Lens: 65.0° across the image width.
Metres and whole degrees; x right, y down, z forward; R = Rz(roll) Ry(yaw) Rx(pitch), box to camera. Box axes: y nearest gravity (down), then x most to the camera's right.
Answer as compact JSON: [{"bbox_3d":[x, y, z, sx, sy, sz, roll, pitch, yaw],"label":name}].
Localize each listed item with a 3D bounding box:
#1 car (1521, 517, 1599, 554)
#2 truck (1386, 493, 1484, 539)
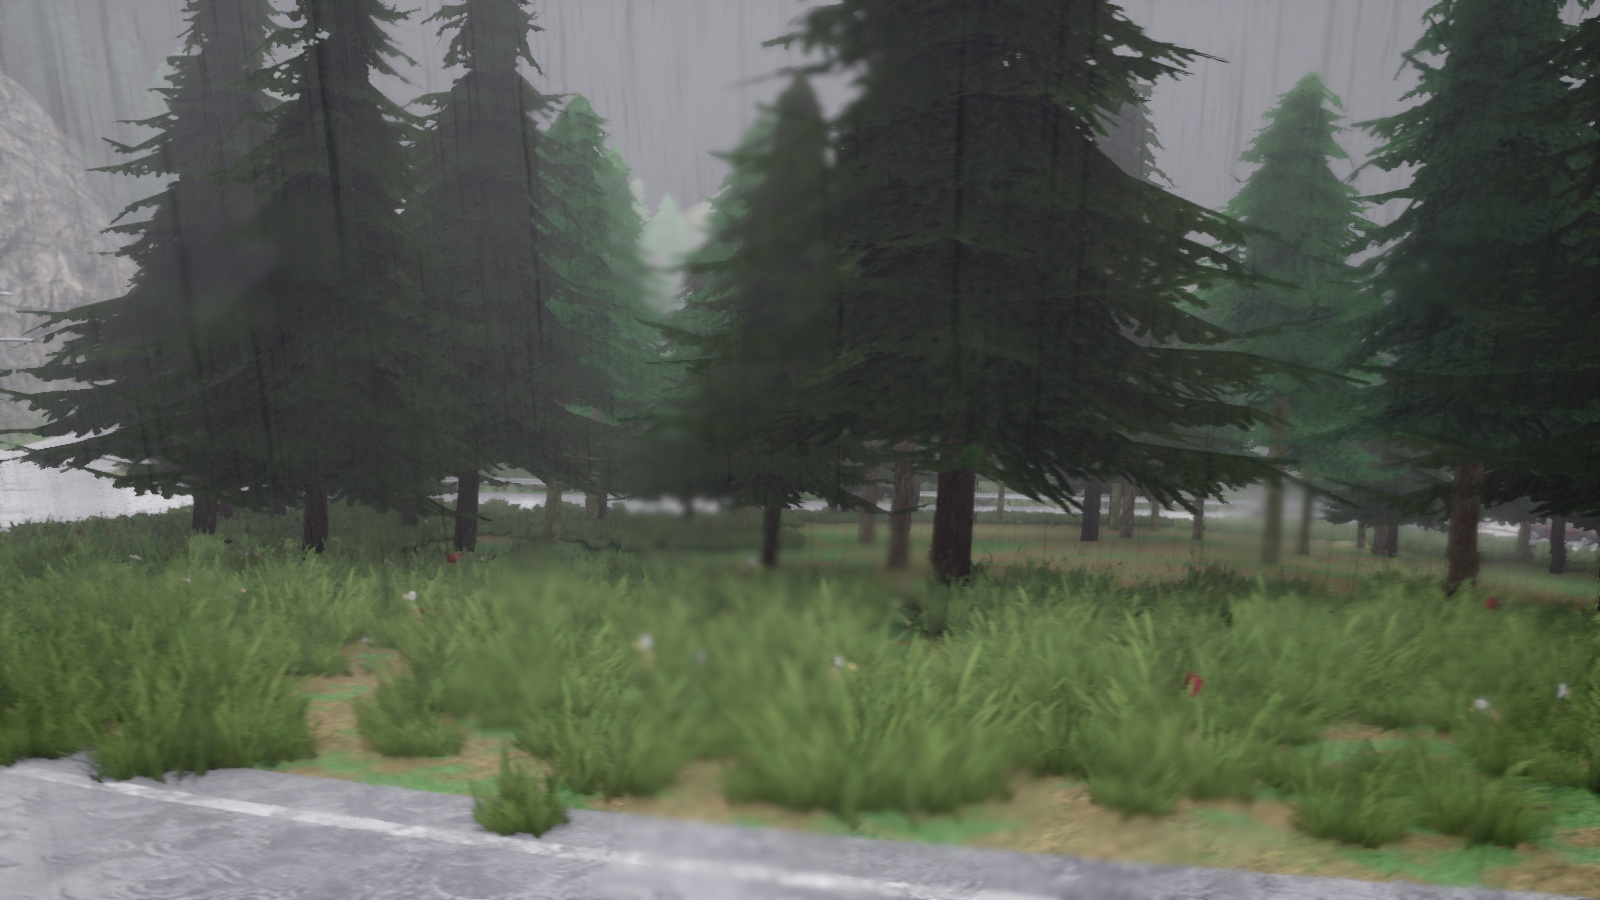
[{"bbox_3d":[47.658,5.287,77.876,2.097,1.767,4.553,3,2,-29],"label":"car"},{"bbox_3d":[42.007,4.342,83.184,2.627,2.467,5.204,4,1,-20],"label":"truck"}]
